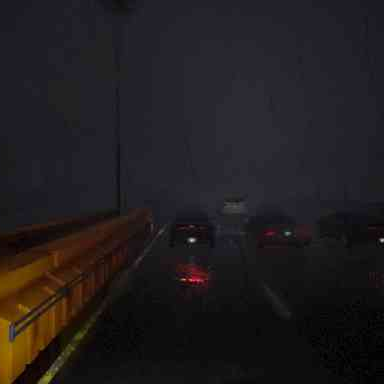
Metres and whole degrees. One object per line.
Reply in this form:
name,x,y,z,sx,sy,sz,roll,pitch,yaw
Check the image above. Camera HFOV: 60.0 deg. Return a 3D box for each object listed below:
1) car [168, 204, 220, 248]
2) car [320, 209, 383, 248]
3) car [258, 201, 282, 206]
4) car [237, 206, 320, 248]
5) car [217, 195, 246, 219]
car,0.000,1.516,14.650,1.837,1.490,4.892,0,0,0
car,7.000,1.516,14.650,1.837,1.490,4.892,0,0,0
car,7.000,1.533,29.650,1.812,1.442,4.674,0,0,0
car,3.500,1.563,14.650,2.033,1.411,5.357,0,0,0
car,3.500,1.258,29.680,2.150,2.045,5.566,0,0,0
